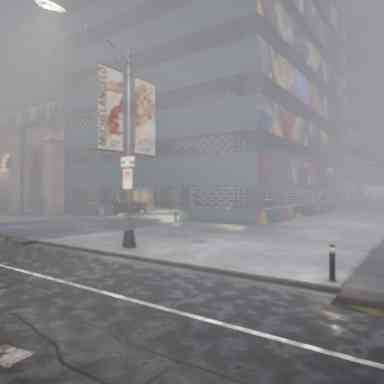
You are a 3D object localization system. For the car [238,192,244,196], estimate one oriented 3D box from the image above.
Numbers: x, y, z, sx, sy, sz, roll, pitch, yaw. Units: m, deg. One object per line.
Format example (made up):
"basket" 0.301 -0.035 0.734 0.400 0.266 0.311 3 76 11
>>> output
"car" 10.539 1.005 57.048 5.566 2.045 2.435 0 0 35

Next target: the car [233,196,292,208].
"car" 5.761 1.309 28.565 4.674 1.452 2.002 0 0 35

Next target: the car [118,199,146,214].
"car" -6.566 1.393 32.278 4.786 1.482 2.161 0 0 35

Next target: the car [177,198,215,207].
"car" 0.496 1.442 41.491 4.718 1.301 1.895 0 0 35
